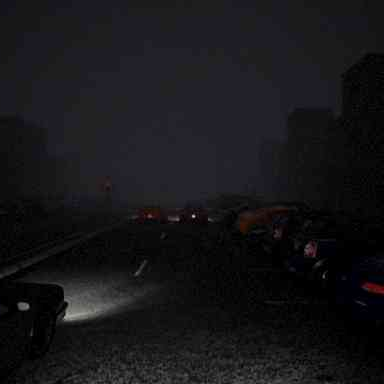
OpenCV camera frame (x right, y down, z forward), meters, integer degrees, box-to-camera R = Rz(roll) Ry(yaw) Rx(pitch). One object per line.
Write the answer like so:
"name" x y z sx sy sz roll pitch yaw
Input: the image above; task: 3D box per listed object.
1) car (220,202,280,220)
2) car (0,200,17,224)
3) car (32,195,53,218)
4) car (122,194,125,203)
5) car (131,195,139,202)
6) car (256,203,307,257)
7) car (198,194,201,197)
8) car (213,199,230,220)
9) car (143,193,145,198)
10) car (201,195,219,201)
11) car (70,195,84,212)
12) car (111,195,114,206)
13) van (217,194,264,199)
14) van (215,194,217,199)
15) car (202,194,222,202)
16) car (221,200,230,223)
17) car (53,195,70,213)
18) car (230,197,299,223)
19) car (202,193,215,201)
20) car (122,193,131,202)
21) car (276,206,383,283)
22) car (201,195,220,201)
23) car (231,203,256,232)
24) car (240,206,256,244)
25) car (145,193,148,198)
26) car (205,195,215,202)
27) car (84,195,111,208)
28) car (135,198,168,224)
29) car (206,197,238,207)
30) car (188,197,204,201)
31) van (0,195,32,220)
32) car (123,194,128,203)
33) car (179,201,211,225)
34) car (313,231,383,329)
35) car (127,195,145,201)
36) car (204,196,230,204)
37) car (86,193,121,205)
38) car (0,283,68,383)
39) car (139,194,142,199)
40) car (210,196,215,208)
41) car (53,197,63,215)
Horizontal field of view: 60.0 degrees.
"car" 4.716 1.548 27.604 4.674 1.452 2.002 0 0 0
"car" -15.513 1.530 23.321 5.008 1.535 2.097 0 0 0
"car" -15.539 1.293 28.837 5.566 2.045 2.435 0 0 0
"car" -15.529 1.604 61.801 4.674 1.452 2.002 0 0 0
"car" -15.512 1.307 75.718 5.566 2.045 2.435 0 0 0
"car" 4.680 1.354 10.931 4.553 1.767 2.185 0 0 0
"car" 4.808 1.308 77.627 5.566 2.045 2.435 0 0 0
"car" 4.528 1.499 24.825 5.366 1.575 1.946 0 0 0
"car" -15.732 1.573 86.745 5.366 1.575 1.946 0 0 0
"car" 4.855 1.626 91.645 4.792 1.488 2.163 0 0 0
"car" -15.544 1.309 37.112 5.566 2.045 2.435 0 0 0
"car" -15.529 1.610 53.658 4.674 1.452 2.002 0 0 0
"van" 4.831 1.287 30.384 4.442 1.987 1.878 0 0 0
"van" 4.832 1.291 33.164 4.442 1.987 1.878 0 0 0
"car" 4.821 1.440 80.439 4.553 1.767 2.185 0 0 0
"car" 4.708 1.497 22.046 5.008 1.535 2.097 0 0 0
"car" -15.545 1.430 34.477 4.553 1.767 2.185 0 0 0
"car" 4.744 1.366 19.267 4.553 1.767 2.185 0 0 0
"car" 4.689 1.286 49.841 5.566 2.045 2.435 0 0 0
"car" -15.530 1.559 67.447 5.008 1.535 2.097 0 0 0
"car" 4.680 1.353 8.150 4.553 1.767 2.185 0 0 0
"car" 4.823 1.588 88.865 4.892 1.521 2.231 0 0 0
"car" 4.708 1.487 16.485 5.008 1.535 2.097 0 0 0
"car" 4.718 1.484 13.709 4.892 1.521 2.231 0 0 0
"car" -15.359 1.581 89.508 5.366 1.575 1.946 0 0 0
"car" 4.688 1.564 47.061 4.792 1.488 2.163 0 0 0
"car" -15.495 1.600 50.900 4.792 1.488 2.163 0 0 0
"car" -2.896 1.502 25.395 1.882 1.535 5.008 0 0 0
"car" 4.712 1.541 52.620 4.892 1.521 2.231 0 0 0
"car" 0.112 1.613 41.348 1.994 1.385 4.181 0 0 0
"van" -15.392 1.312 26.079 4.442 1.987 1.878 0 0 0
"car" -15.531 1.601 64.690 4.674 1.452 2.002 0 0 0
"car" 0.104 1.585 24.164 1.994 1.385 4.181 0 0 0
"car" 4.708 1.517 5.371 4.674 1.452 2.002 0 0 0
"car" -15.511 1.622 92.266 4.792 1.488 2.163 0 0 0
"car" 4.764 1.576 63.731 4.792 1.488 2.163 0 0 0
"car" -15.500 1.317 56.416 5.566 2.045 2.435 0 0 0
"car" -2.900 1.546 2.867 2.033 1.411 5.357 0 0 0
"car" -15.729 1.562 81.231 5.366 1.575 1.946 0 0 0
"car" 4.709 1.522 35.943 4.892 1.521 2.231 0 0 0
"car" -15.507 1.550 31.719 5.008 1.535 2.097 0 0 0
